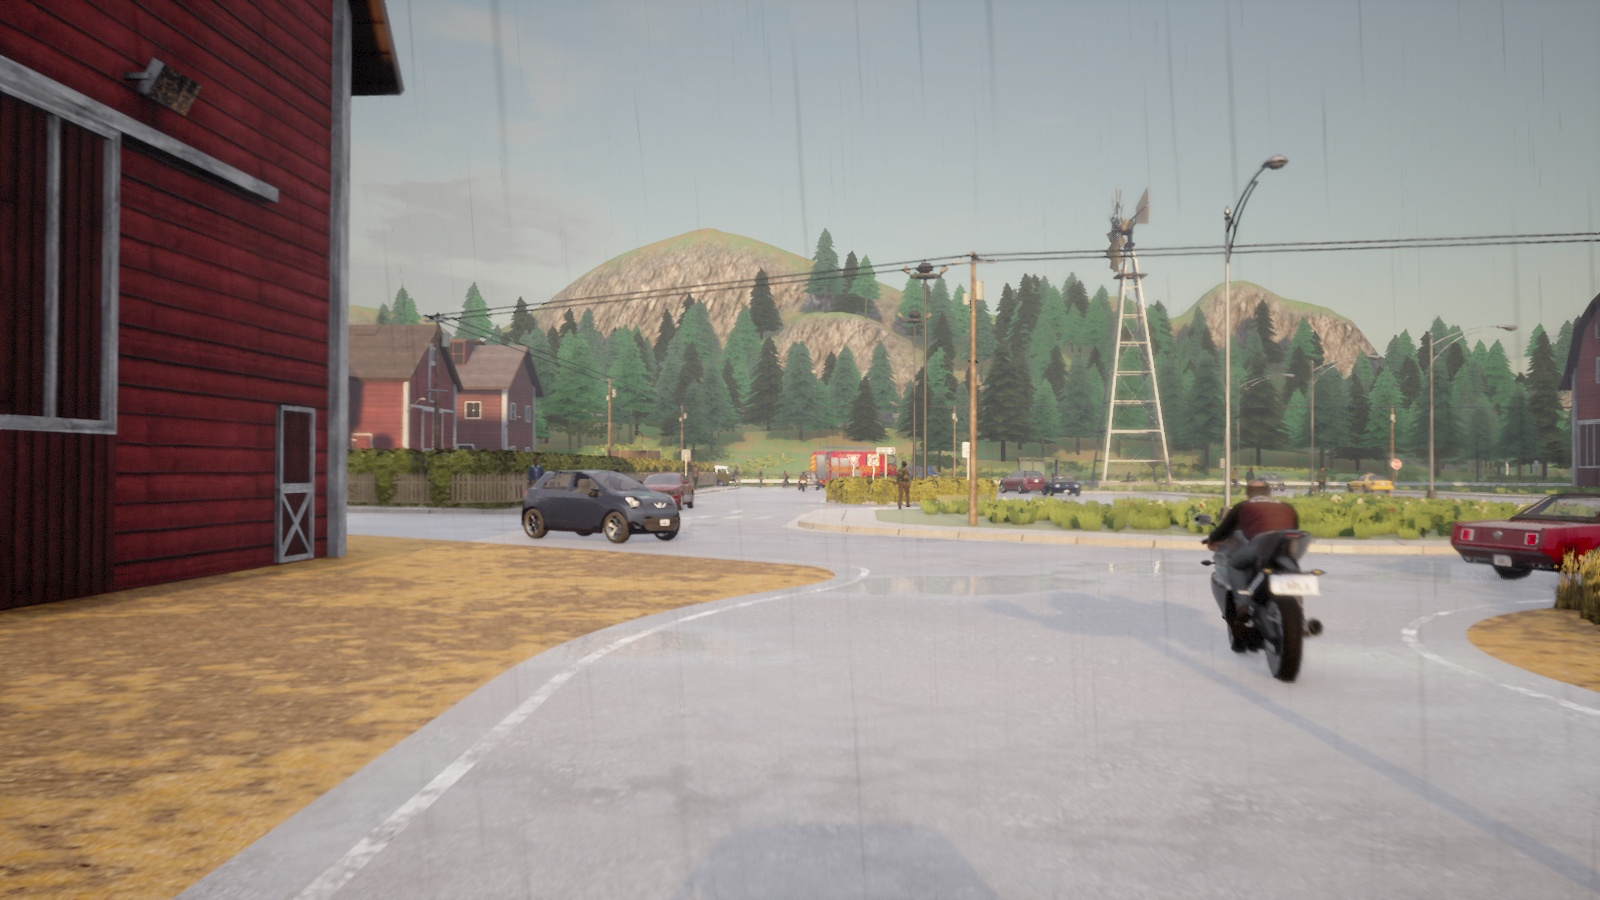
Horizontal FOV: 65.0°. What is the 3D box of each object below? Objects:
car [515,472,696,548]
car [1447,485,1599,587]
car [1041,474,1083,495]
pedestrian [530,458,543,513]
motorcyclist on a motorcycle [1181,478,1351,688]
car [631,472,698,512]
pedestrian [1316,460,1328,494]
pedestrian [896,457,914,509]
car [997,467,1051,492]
[{"bbox_3d":[-4.209,1.238,26.989,3.633,1.501,1.845,-1,-1,37],"label":"car"},{"bbox_3d":[11.957,1.165,17.882,4.718,1.301,1.895,0,-1,-11],"label":"car"},{"bbox_3d":[16.951,2.211,81.464,1.895,1.301,4.718,0,-1,3],"label":"car"},{"bbox_3d":[-9.385,1.257,44.780,0.423,1.949,0.788,0,-1,-13],"label":"pedestrian"},{"bbox_3d":[3.785,1.009,10.414,0.866,1.530,2.191,0,-1,8],"label":"motorcyclist on a motorcycle"},{"bbox_3d":[-5.422,1.664,50.798,1.882,1.535,5.008,0,-1,3],"label":"car"},{"bbox_3d":[30.822,1.588,74.134,0.423,1.949,0.788,0,-1,2],"label":"pedestrian"},{"bbox_3d":[3.920,1.238,46.840,0.395,1.930,0.692,-1,-1,31],"label":"pedestrian"},{"bbox_3d":[16.094,2.125,90.581,2.097,1.767,4.553,0,-1,-15],"label":"car"}]
